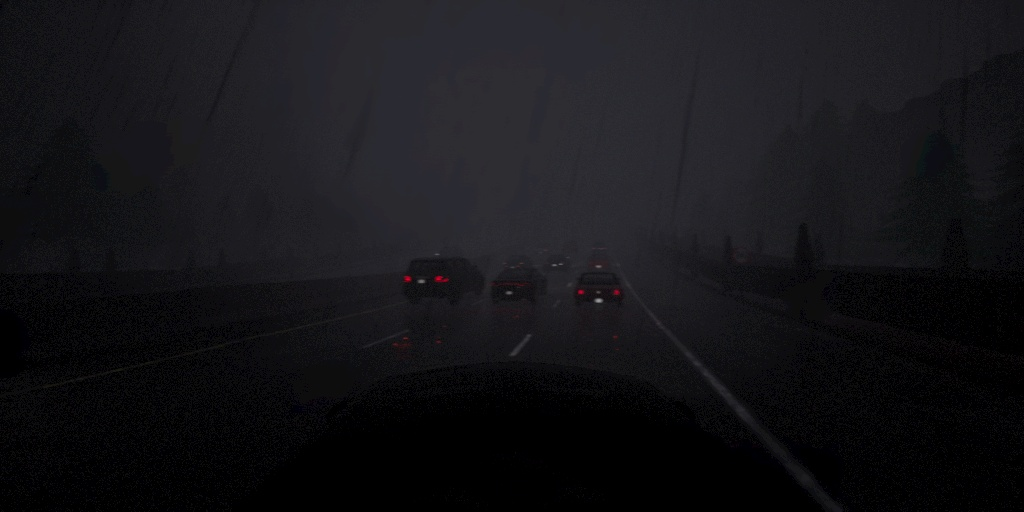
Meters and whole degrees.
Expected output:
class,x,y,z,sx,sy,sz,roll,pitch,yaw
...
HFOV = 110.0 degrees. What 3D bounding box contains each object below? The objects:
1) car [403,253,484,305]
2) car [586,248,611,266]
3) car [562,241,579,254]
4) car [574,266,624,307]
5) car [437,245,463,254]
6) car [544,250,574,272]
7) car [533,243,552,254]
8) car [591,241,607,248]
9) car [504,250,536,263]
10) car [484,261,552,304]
class,x,y,z,sx,sy,sz,roll,pitch,yaw
car,-3.056,1.059,17.201,2.150,2.045,5.566,-1,1,13
car,7.361,0.461,30.431,1.812,1.442,4.674,-1,5,14
car,7.430,-1.153,45.542,1.882,1.535,5.008,-1,7,14
car,3.787,1.341,15.695,1.895,1.301,4.718,-1,1,14
car,-7.533,-0.387,43.296,2.097,1.767,4.553,-1,7,14
car,3.947,0.556,31.212,1.994,1.385,4.181,-1,5,14
car,4.043,-0.985,46.418,1.895,1.301,4.718,-1,7,14
car,10.832,-1.135,44.717,2.033,1.411,5.357,-1,7,14
car,0.566,0.562,32.109,1.812,1.442,4.674,-1,5,14
car,0.467,1.259,16.846,1.882,1.535,5.008,-1,1,14
